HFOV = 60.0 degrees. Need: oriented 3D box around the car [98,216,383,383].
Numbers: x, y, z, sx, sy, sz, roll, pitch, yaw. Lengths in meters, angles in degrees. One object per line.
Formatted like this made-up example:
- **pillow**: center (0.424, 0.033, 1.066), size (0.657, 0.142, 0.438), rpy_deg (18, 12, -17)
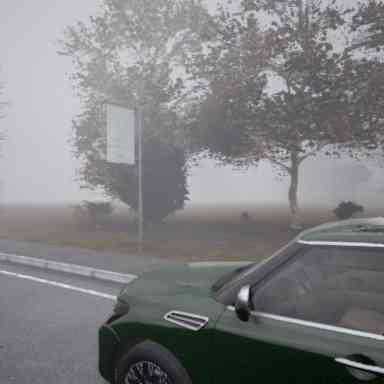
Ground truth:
- **car**: center (1.673, 1.212, 2.716), size (5.566, 2.045, 2.150), rpy_deg (0, 0, 35)
